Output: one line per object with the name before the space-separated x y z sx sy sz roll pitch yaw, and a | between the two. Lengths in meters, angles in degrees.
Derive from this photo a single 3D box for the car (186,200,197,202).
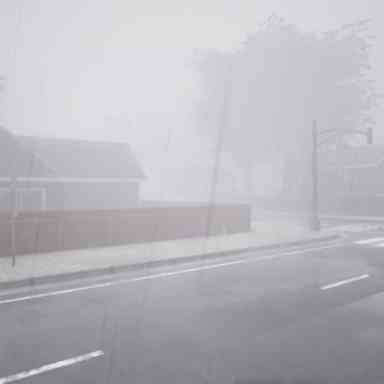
car | -0.179 1.645 35.582 1.882 1.535 5.008 -1 0 -32
